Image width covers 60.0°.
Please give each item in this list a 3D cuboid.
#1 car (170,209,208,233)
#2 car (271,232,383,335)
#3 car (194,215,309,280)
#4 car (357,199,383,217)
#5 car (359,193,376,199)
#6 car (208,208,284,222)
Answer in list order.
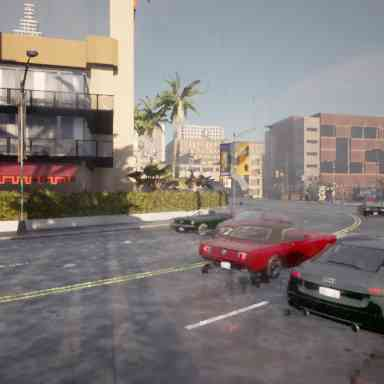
[{"bbox_3d":[1.005,1.588,18.538,1.895,1.301,4.718,0,0,44],"label":"car"},{"bbox_3d":[3.717,1.562,6.559,4.181,1.385,1.994,0,0,-40],"label":"car"},{"bbox_3d":[2.521,1.595,10.043,4.718,1.301,1.895,0,0,-42],"label":"car"},{"bbox_3d":[16.913,1.588,31.491,1.895,1.301,4.718,0,0,18],"label":"car"},{"bbox_3d":[36.605,1.225,70.992,2.185,1.767,4.553,0,0,-14],"label":"car"},{"bbox_3d":[3.071,1.516,15.781,1.812,1.442,4.674,0,0,44],"label":"car"}]
